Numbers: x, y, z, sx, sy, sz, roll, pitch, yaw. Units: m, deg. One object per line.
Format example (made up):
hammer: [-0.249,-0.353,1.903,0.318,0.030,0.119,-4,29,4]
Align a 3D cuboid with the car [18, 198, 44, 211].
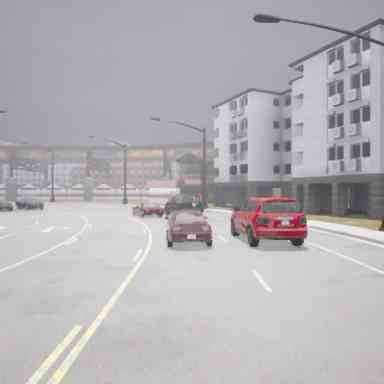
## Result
car: [-19.939,1.464,40.832,5.008,1.535,1.882,0,0,43]

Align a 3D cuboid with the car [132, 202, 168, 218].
car: [-4.043,1.582,29.839,1.895,1.301,4.718,0,0,-23]

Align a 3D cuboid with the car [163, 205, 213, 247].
car: [-0.218,1.516,14.807,1.812,1.442,4.674,0,0,-5]

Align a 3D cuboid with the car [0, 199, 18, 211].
car: [-22.333,1.557,38.279,5.357,1.411,2.033,0,0,43]

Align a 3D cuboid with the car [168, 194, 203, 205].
car: [-0.825,1.221,31.215,2.150,2.045,5.566,0,0,-23]

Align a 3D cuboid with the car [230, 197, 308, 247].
car: [3.264,1.241,15.163,2.150,2.045,5.566,0,0,-5]
